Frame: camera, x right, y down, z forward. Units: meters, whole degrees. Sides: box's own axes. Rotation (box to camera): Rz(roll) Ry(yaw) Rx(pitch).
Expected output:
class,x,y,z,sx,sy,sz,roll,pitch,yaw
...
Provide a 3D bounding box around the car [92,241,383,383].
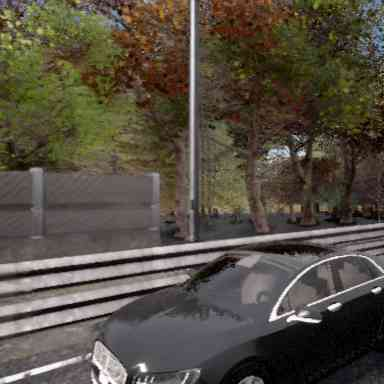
class,x,y,z,sx,sy,sz,roll,pitch,yaw
car,1.157,1.508,4.508,4.892,1.490,1.837,0,0,-35
